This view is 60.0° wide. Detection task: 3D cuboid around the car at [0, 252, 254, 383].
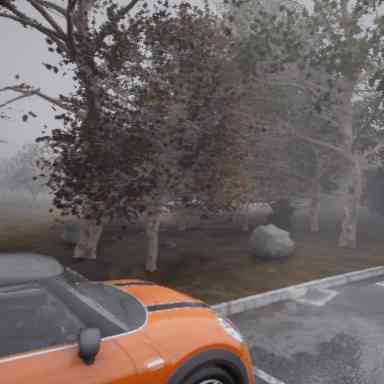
[{"bbox_3d":[-1.614,1.355,2.907,4.553,1.767,2.185,0,0,-33],"label":"car"}]
